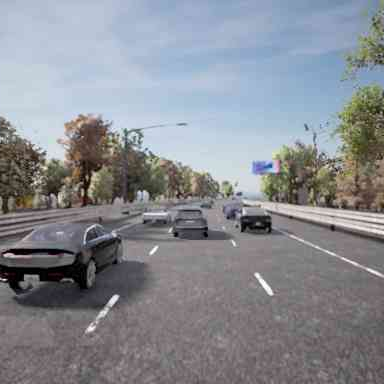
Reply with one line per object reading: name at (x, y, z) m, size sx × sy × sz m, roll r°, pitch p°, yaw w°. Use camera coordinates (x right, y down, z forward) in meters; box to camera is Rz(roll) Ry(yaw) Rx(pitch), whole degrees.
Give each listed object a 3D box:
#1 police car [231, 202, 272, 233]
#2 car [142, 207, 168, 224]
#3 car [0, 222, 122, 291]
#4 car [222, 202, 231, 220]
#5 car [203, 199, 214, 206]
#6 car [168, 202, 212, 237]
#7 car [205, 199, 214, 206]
police car at (3.906, 1.671, 21.786) m, size 1.930 × 1.638 × 5.238 m, roll 0°, pitch -1°, yaw 2°
car at (-2.785, 1.909, 27.368) m, size 1.895 × 1.301 × 4.718 m, roll 0°, pitch -1°, yaw 2°
car at (-3.282, 1.594, 9.324) m, size 2.128 × 1.511 × 4.902 m, roll 0°, pitch -1°, yaw 1°
car at (4.333, 1.723, 32.515) m, size 2.097 × 1.767 × 4.553 m, roll 0°, pitch -1°, yaw 3°
car at (2.615, 2.243, 59.433) m, size 2.033 × 1.411 × 5.357 m, roll 0°, pitch -1°, yaw 5°
car at (-0.018, 1.652, 19.789) m, size 2.033 × 1.649 × 4.856 m, roll 0°, pitch 0°, yaw 2°
car at (4.130, 2.410, 76.495) m, size 1.837 × 1.490 × 4.892 m, roll 0°, pitch -1°, yaw 6°
